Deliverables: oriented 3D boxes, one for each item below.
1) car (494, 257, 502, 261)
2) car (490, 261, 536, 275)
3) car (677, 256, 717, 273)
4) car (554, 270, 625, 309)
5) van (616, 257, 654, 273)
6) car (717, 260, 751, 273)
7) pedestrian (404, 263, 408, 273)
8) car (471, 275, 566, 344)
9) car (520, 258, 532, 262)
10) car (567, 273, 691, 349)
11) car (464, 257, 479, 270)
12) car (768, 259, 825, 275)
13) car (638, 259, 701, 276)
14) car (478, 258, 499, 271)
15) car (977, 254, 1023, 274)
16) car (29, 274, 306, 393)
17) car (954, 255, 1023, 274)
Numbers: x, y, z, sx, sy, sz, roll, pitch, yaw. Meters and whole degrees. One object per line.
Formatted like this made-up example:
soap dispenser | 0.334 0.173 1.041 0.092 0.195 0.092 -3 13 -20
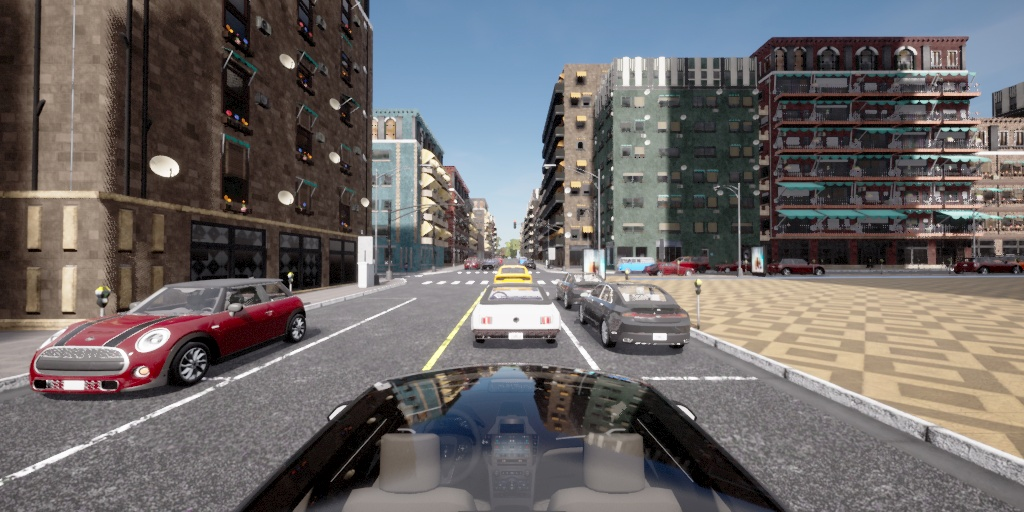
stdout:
car | -3.211 1.316 60.157 2.033 1.411 5.357 0 0 0
car | 0.055 1.232 19.047 1.882 1.535 5.008 0 0 0
car | 19.215 0.975 39.583 5.009 1.841 2.192 0 0 0
car | 2.793 1.303 14.580 2.007 1.370 4.403 0 0 0
van | 13.688 1.043 39.611 3.998 1.789 1.690 0 0 0
car | 24.743 1.163 39.556 4.507 1.381 1.888 0 0 0
pedestrian | -12.618 1.095 42.705 0.375 1.860 0.375 0 0 0
car | 0.082 1.353 9.593 1.895 1.301 4.718 0 0 0
car | 2.580 1.331 52.773 1.948 1.339 4.313 0 0 0
car | 2.805 1.302 9.011 2.007 1.370 4.403 0 0 0
car | -5.801 1.080 52.794 2.192 1.841 5.009 0 0 0
car | 24.699 0.934 31.176 4.097 1.591 1.967 0 0 0
car | 13.644 1.161 31.231 4.207 1.307 1.802 0 0 0
car | -3.222 1.366 50.464 1.895 1.301 4.718 0 0 1
car | 47.355 0.716 33.668 4.553 1.767 2.097 0 -1 0
car | -5.830 1.191 6.756 1.967 1.591 4.097 0 0 0
car | 41.281 0.809 31.093 4.097 1.591 1.967 0 0 0
